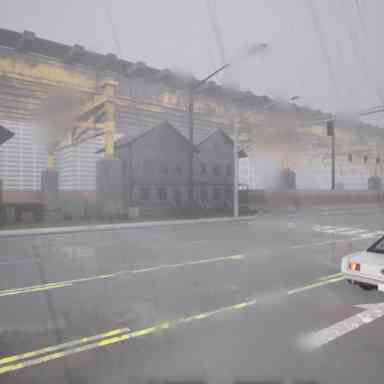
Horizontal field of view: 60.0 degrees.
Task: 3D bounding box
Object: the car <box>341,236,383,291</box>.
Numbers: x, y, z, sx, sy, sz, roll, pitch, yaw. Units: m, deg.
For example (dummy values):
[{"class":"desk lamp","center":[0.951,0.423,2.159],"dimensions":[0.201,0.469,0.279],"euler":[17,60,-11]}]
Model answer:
[{"class":"car","center":[5.616,1.600,7.776],"dimensions":[4.718,1.301,1.895],"euler":[0,0,-35]}]
